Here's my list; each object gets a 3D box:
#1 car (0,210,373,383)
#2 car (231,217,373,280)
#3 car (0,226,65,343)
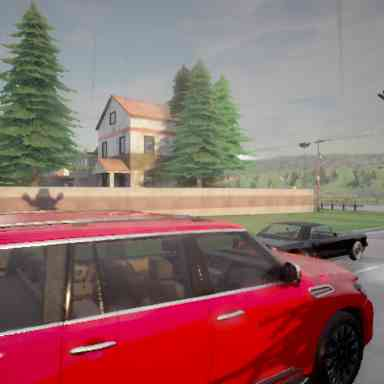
[{"bbox_3d":[-0.369,1.221,3.526,5.566,2.045,2.150,0,0,-35],"label":"car"},{"bbox_3d":[3.652,1.601,10.667,4.718,1.301,1.895,0,0,-36],"label":"car"},{"bbox_3d":[-4.677,1.478,4.826,5.008,1.535,1.882,0,0,-34],"label":"car"}]
